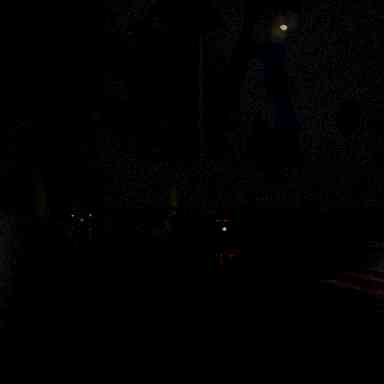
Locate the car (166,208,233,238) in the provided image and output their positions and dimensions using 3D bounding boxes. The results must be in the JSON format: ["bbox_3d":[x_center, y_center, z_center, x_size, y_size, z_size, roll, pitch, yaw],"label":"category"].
[{"bbox_3d":[0.288,1.694,19.149,1.837,1.490,4.892,0,-1,-35],"label":"car"}]

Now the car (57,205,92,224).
[{"bbox_3d":[-10.324,2.063,29.224,1.895,1.301,4.718,0,-1,-35],"label":"car"}]

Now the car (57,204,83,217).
[{"bbox_3d":[-15.258,2.273,41.450,1.994,1.385,4.181,0,-1,-35],"label":"car"}]
